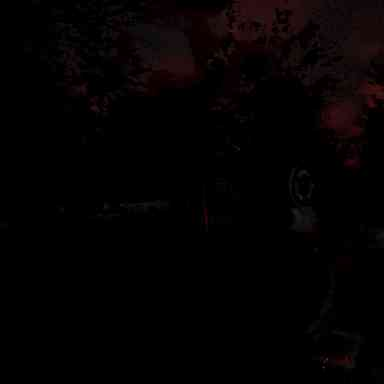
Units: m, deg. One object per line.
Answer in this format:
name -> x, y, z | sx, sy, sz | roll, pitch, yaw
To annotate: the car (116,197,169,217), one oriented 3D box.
car -> -5.129, 1.502, 34.617 | 5.566, 2.045, 2.150 | -1, -1, 17
